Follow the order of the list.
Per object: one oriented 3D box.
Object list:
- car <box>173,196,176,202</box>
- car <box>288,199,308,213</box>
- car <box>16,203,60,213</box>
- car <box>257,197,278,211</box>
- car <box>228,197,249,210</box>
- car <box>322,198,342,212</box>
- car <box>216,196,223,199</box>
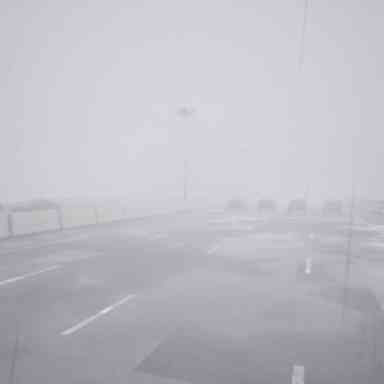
[{"bbox_3d":[-3.591,1.514,75.829,2.033,1.411,5.357,0,-1,21],"label":"car"},{"bbox_3d":[11.580,1.458,36.438,2.033,1.411,5.357,0,0,21],"label":"car"},{"bbox_3d":[-15.609,1.457,33.869,2.033,1.411,5.357,0,0,21],"label":"car"},{"bbox_3d":[9.012,1.394,39.503,2.128,1.511,4.902,0,0,21],"label":"car"},{"bbox_3d":[5.735,1.403,40.732,1.837,1.490,4.892,0,0,21],"label":"car"},{"bbox_3d":[15.813,1.386,37.684,1.882,1.535,5.008,0,0,21],"label":"car"},{"bbox_3d":[6.231,1.581,72.119,1.895,1.301,4.718,0,-1,21],"label":"car"}]
